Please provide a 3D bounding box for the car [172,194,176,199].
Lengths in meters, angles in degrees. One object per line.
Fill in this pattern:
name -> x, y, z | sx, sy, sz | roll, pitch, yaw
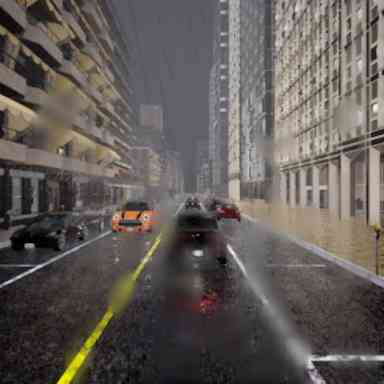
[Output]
car -> -5.743, 1.293, 92.921 | 1.802, 1.307, 4.206 | 0, 0, 0

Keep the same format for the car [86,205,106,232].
car -> -5.701, 1.479, 19.489 | 2.008, 1.369, 4.403 | 0, 0, 0

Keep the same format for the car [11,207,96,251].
car -> -5.698, 1.514, 13.841 | 1.947, 1.339, 4.313 | 0, 0, 0

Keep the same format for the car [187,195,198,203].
car -> 0.064, 1.355, 64.096 | 1.994, 1.385, 4.181 | 0, 0, 0

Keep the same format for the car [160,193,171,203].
car -> -5.728, 1.356, 64.678 | 1.947, 1.339, 4.313 | 0, 0, 0

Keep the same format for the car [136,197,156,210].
car -> -5.714, 1.401, 42.084 | 1.887, 1.381, 4.507 | 0, 0, 0

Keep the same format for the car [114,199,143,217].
car -> -5.708, 1.417, 30.617 | 1.752, 1.417, 4.829 | 0, 0, 0

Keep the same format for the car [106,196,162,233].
car -> -3.110, 1.283, 18.911 | 2.097, 1.767, 4.553 | 0, 0, 0

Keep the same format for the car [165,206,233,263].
car -> 0.117, 1.461, 11.760 | 1.837, 1.490, 4.892 | 0, 0, -1

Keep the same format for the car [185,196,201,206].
car -> 0.077, 1.406, 41.509 | 2.033, 1.411, 5.357 | 0, 0, 0

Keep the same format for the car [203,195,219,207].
car -> 2.663, 1.280, 47.736 | 1.967, 1.590, 4.097 | 0, 0, 0

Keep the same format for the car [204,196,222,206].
car -> 2.669, 1.440, 36.439 | 1.947, 1.339, 4.313 | 0, 0, 0

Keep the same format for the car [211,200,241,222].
car -> 2.675, 1.492, 25.143 | 1.802, 1.307, 4.206 | 0, 0, 0
